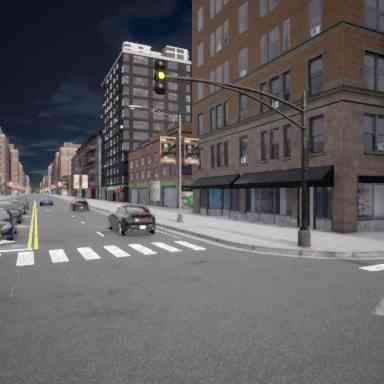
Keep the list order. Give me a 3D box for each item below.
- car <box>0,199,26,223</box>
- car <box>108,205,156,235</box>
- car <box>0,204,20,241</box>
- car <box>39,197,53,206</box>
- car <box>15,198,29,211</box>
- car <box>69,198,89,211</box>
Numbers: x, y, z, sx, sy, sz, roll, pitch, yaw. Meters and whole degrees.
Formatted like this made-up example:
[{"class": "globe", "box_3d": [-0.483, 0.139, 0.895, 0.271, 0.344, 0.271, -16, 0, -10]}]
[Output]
[{"class": "car", "box_3d": [-13.704, 1.521, 24.851, 1.837, 1.490, 4.892, 0, 0, -25]}, {"class": "car", "box_3d": [-3.511, 1.512, 18.910, 1.837, 1.490, 4.892, 0, 0, -25]}, {"class": "car", "box_3d": [-9.773, 1.539, 16.475, 1.812, 1.442, 4.674, 0, 0, -25]}, {"class": "car", "box_3d": [-24.716, 1.584, 56.385, 1.994, 1.385, 4.181, 0, 0, -25]}, {"class": "car", "box_3d": [-17.949, 1.523, 33.919, 1.837, 1.490, 4.892, 0, 0, -25]}, {"class": "car", "box_3d": [-13.958, 1.518, 41.138, 1.837, 1.490, 4.892, 0, 0, -25]}]
